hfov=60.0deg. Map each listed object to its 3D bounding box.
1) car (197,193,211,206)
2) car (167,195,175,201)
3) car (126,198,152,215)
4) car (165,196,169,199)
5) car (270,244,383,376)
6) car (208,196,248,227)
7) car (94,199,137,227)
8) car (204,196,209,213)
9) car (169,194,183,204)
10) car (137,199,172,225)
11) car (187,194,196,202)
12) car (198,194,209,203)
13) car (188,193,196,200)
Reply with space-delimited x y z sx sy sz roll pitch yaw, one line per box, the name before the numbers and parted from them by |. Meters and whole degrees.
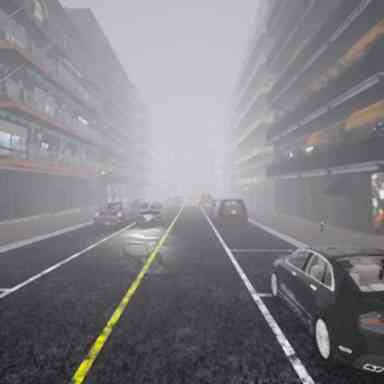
car | 2.254 1.262 55.302 2.150 2.045 5.566 0 0 0
car | -5.347 1.604 85.024 1.887 1.381 4.507 -1 0 0
car | -5.335 1.458 34.163 1.967 1.590 4.097 -1 0 0
car | -5.345 1.599 79.372 1.887 1.381 4.507 -1 0 0
car | 2.521 1.553 5.635 2.008 1.369 4.403 -1 0 0
car | 2.536 1.326 22.628 2.192 1.841 5.009 -1 0 0
car | -5.332 1.451 22.860 1.967 1.590 4.097 -1 0 0
car | 2.549 1.458 33.957 1.967 1.590 4.097 -1 0 0
car | -2.779 1.396 65.561 2.097 1.767 4.553 0 0 0
car | -2.855 1.503 24.143 2.128 1.511 4.902 0 0 0
car | -0.019 1.438 73.819 2.033 1.411 5.357 0 0 0
car | 2.533 1.364 73.607 2.192 1.841 5.009 -1 0 0
car | -0.024 1.273 93.759 2.097 1.767 4.553 0 0 0
